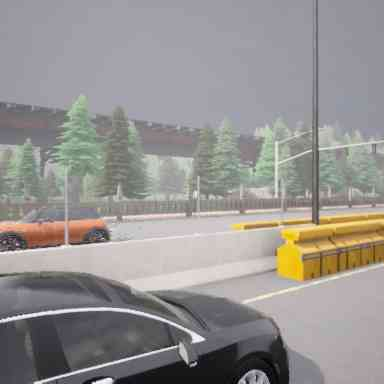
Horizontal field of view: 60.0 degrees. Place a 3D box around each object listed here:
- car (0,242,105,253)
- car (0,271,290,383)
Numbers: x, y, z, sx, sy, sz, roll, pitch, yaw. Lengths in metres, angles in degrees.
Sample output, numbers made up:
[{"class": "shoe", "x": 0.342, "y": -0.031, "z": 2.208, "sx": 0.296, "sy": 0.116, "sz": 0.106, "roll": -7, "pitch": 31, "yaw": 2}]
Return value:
[{"class": "car", "x": -5.609, "y": 1.351, "z": 12.874, "sx": 4.553, "sy": 1.767, "sz": 2.097, "roll": 0, "pitch": 0, "yaw": -35}, {"class": "car", "x": -1.186, "y": 1.503, "z": 2.899, "sx": 4.892, "sy": 1.490, "sz": 1.837, "roll": 1, "pitch": 0, "yaw": -36}]
